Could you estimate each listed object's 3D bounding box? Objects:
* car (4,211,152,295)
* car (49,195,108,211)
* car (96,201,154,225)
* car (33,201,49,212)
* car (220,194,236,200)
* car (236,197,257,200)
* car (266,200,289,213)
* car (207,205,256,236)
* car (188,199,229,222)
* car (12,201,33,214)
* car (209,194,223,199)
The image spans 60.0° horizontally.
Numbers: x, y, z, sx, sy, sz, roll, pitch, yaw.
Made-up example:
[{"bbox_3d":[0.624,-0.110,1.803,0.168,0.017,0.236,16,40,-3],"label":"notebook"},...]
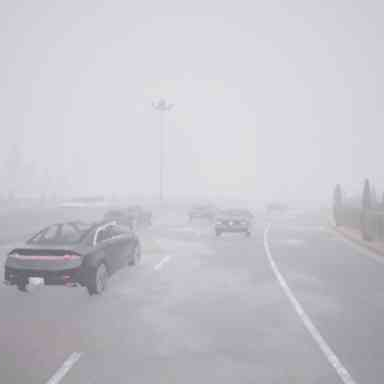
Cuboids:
[{"bbox_3d":[-2.731,1.493,8.771,2.128,1.511,4.902,0,0,6],"label":"car"},{"bbox_3d":[-9.336,1.258,28.805,2.150,2.045,5.566,0,0,18],"label":"car"},{"bbox_3d":[-3.942,1.530,21.391,1.837,1.490,4.892,0,0,14],"label":"car"},{"bbox_3d":[-12.089,1.533,31.438,2.128,1.511,4.902,0,0,19],"label":"car"},{"bbox_3d":[8.402,1.704,66.886,1.837,1.490,4.892,-1,-1,42],"label":"car"},{"bbox_3d":[11.259,1.699,64.817,1.882,1.535,5.008,-1,-1,42],"label":"car"},{"bbox_3d":[9.803,1.604,37.980,1.812,1.442,4.674,0,0,27],"label":"car"},{"bbox_3d":[2.495,1.581,18.686,2.033,1.411,5.357,0,0,14],"label":"car"},{"bbox_3d":[1.158,1.538,26.448,2.128,1.511,4.902,0,0,18],"label":"car"},{"bbox_3d":[-15.361,1.603,32.630,1.994,1.385,4.181,0,0,19],"label":"car"},{"bbox_3d":[5.826,1.442,69.265,2.150,2.045,5.566,0,-1,42],"label":"car"}]
